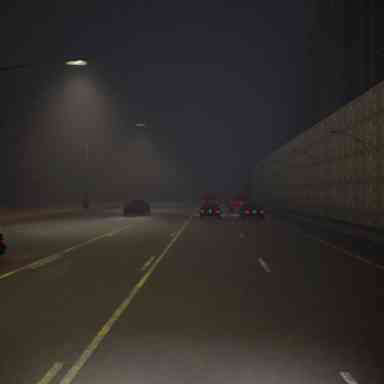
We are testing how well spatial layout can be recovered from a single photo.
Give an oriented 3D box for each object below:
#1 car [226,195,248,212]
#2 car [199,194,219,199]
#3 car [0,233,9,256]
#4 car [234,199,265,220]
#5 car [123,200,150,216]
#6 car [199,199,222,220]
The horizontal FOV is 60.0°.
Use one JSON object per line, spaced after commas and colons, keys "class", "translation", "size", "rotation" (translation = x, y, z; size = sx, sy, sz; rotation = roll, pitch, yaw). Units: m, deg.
{"class": "car", "translation": [5.577, 1.322, 39.593], "size": [2.150, 2.045, 5.566], "rotation": [0, 0, 3]}
{"class": "car", "translation": [2.082, 1.303, 39.782], "size": [2.150, 2.045, 5.566], "rotation": [0, 0, 3]}
{"class": "car", "translation": [-6.751, 1.524, 8.001], "size": [2.033, 1.411, 5.357], "rotation": [0, 0, 3]}
{"class": "car", "translation": [5.103, 1.626, 28.953], "size": [2.033, 1.411, 5.357], "rotation": [0, 0, 3]}
{"class": "car", "translation": [-5.389, 1.505, 32.847], "size": [1.882, 1.535, 5.008], "rotation": [0, 0, 3]}
{"class": "car", "translation": [1.602, 1.608, 29.238], "size": [2.033, 1.411, 5.357], "rotation": [0, 0, 3]}
